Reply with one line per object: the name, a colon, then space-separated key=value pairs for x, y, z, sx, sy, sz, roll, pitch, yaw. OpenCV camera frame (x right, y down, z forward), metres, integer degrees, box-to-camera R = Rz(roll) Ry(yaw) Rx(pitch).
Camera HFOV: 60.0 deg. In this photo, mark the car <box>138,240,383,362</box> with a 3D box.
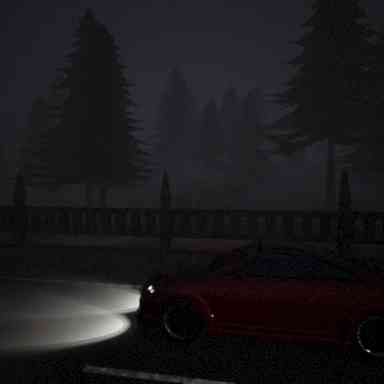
car: x=1.256 y=1.538 z=5.536 sx=4.181 sy=1.385 sz=1.994 roll=0 pitch=0 yaw=12
